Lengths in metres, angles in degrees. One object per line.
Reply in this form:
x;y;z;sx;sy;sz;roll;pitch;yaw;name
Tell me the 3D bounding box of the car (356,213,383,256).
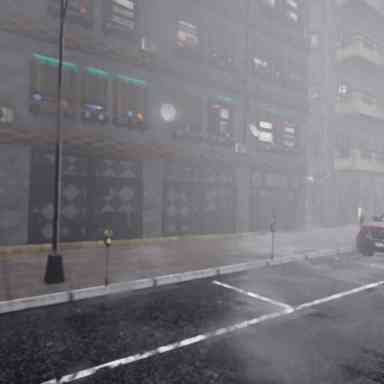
8.228;1.449;12.408;5.009;1.841;2.192;1;1;-35;car
